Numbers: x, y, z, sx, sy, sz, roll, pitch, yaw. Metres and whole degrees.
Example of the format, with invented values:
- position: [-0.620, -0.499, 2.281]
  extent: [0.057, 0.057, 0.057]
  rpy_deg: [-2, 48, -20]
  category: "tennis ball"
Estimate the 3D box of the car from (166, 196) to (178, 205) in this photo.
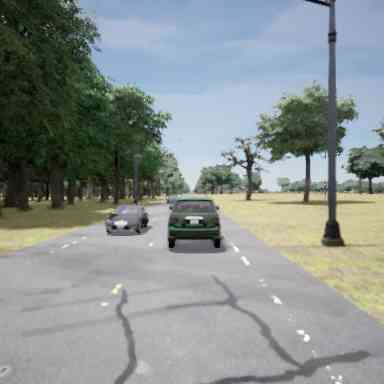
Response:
- position: [-3.559, 1.469, 60.444]
  extent: [1.812, 1.442, 4.674]
  rpy_deg: [0, 0, 0]
  category: "car"

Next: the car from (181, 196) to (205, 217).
- position: [0.086, 1.339, 32.440]
  extent: [2.097, 1.767, 4.553]
  rpy_deg: [0, 0, 0]
  category: "car"

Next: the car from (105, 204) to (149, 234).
- position: [-3.604, 1.492, 19.206]
  extent: [2.128, 1.511, 4.902]
  rpy_deg: [0, 0, 0]
  category: "car"

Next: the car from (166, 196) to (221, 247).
- position: [0.106, 1.223, 15.188]
  extent: [2.150, 2.045, 5.566]
  rpy_deg: [0, 0, 0]
  category: "car"
